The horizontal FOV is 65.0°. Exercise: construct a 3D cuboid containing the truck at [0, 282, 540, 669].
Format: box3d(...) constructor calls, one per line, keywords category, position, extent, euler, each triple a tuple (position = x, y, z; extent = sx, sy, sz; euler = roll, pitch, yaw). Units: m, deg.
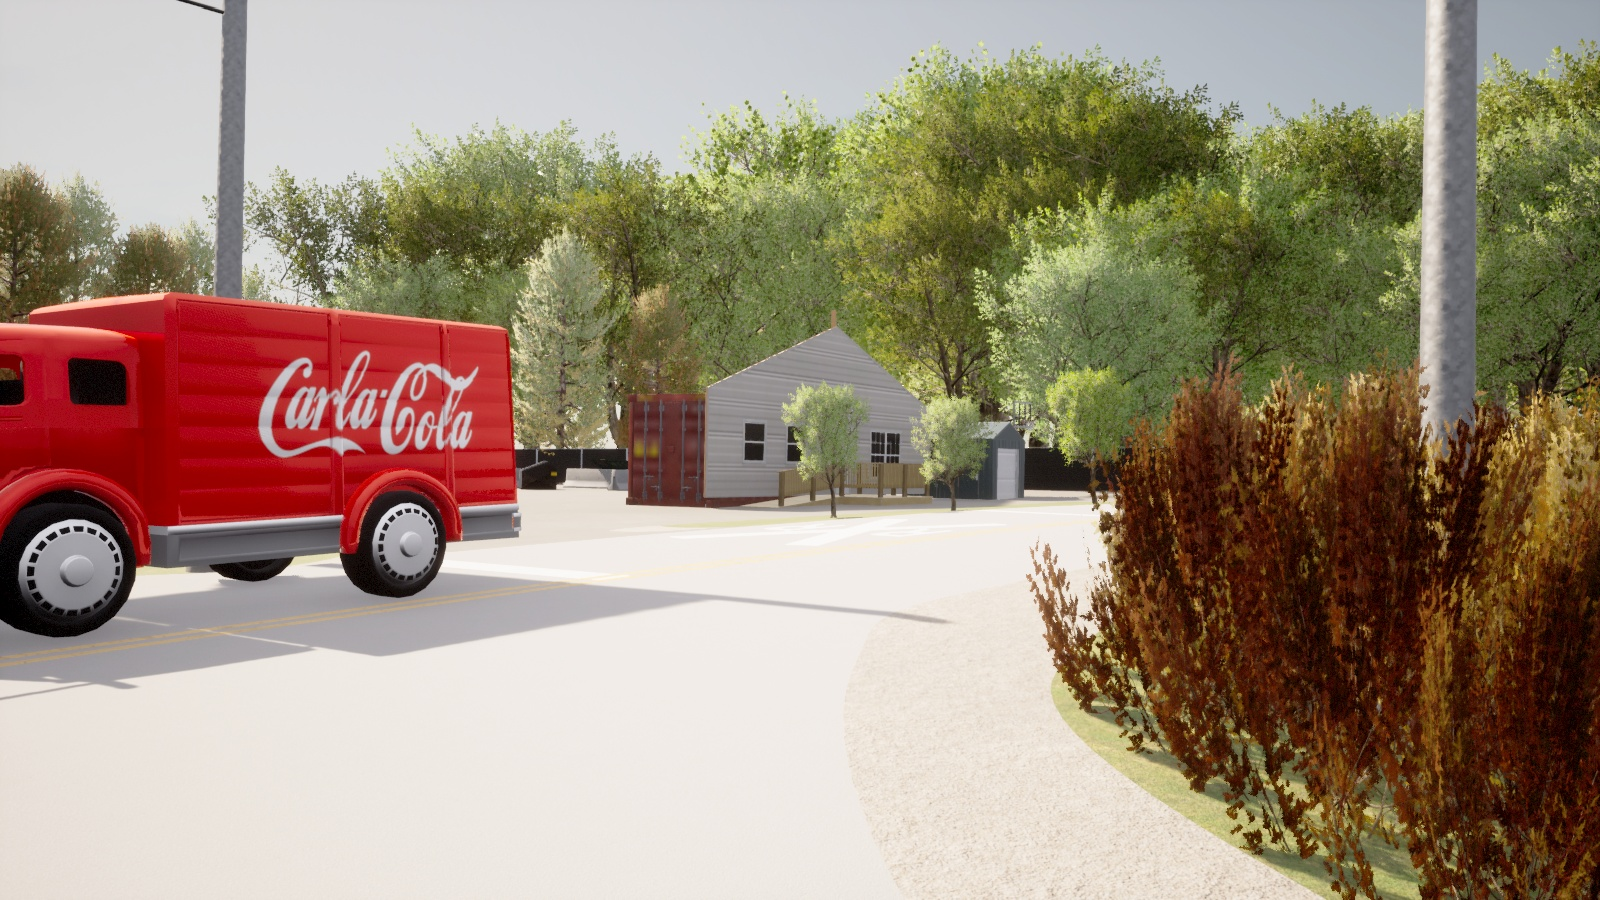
box3d(category="truck", position=(-5.028, 0.128, 10.451), extent=(2.627, 2.467, 5.204), euler=(-1, 1, 34))
